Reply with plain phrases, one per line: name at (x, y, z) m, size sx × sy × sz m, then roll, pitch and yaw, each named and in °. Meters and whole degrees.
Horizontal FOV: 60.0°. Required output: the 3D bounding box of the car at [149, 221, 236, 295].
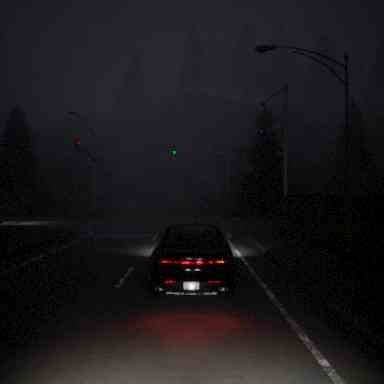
car at (0.030, 1.517, 8.708) m, size 1.837 × 1.490 × 4.892 m, roll 0°, pitch 0°, yaw 1°
